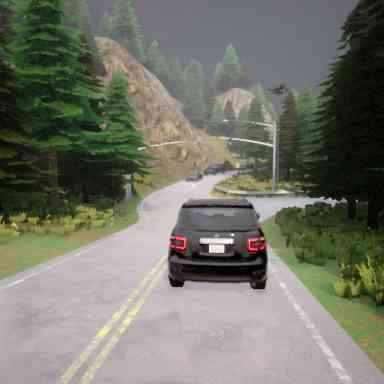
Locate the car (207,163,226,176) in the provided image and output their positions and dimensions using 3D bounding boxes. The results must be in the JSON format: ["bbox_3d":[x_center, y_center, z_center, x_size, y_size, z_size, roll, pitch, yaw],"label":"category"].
[{"bbox_3d":[4.460,-4.337,63.760,2.150,2.045,5.566,3,10,36],"label":"car"}]

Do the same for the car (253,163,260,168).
[{"bbox_3d":[15.857,-5.625,69.904,4.892,1.490,1.837,-8,8,-30],"label":"car"}]

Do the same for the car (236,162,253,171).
[{"bbox_3d":[11.498,-5.594,70.909,4.553,1.767,2.097,-9,9,-36],"label":"car"}]

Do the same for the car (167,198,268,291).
[{"bbox_3d":[0.719,1.172,9.114,2.150,2.045,5.566,0,0,5],"label":"car"}]

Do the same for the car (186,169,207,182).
[{"bbox_3d":[0.437,-2.530,55.227,1.994,1.385,4.181,2,10,19],"label":"car"}]
